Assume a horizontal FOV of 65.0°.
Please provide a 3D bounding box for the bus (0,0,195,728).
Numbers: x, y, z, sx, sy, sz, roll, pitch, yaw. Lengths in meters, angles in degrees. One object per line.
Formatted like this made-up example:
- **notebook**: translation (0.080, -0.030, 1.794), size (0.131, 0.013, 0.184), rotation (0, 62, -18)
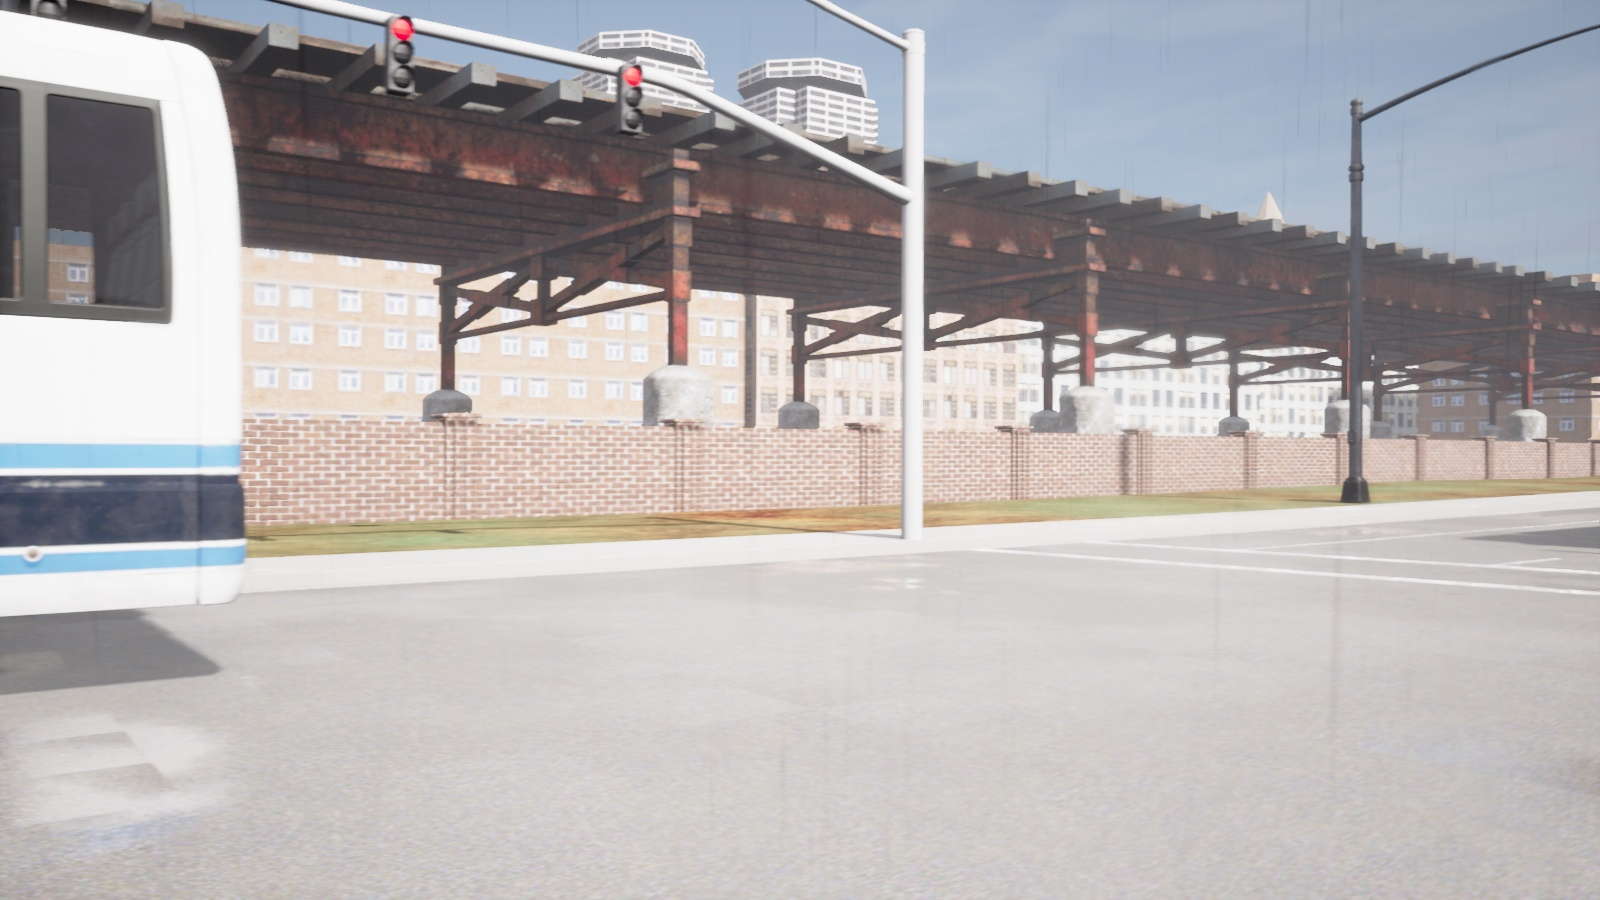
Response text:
- **bus**: translation (-8.904, -0.602, 6.016), size (10.273, 4.253, 3.944), rotation (0, 0, -36)
